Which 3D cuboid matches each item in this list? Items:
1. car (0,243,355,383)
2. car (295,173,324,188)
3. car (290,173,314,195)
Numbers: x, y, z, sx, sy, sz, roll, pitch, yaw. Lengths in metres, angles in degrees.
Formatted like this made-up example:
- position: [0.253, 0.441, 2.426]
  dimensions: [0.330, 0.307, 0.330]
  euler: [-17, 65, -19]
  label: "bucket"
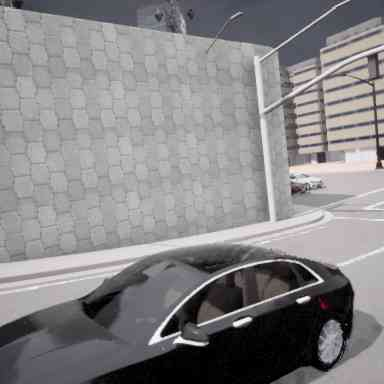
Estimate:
- position: [0.043, 1.486, 4.010]
  dimensions: [4.892, 1.490, 1.837]
  euler: [-1, 1, -35]
  label: "car"
- position: [9.707, -0.971, 30.496]
  dimensions: [1.812, 1.442, 4.674]
  euler: [-10, 6, -35]
  label: "car"
- position: [7.354, -0.456, 27.854]
  dimensions: [1.812, 1.442, 4.674]
  euler: [-10, 6, -35]
  label: "car"
